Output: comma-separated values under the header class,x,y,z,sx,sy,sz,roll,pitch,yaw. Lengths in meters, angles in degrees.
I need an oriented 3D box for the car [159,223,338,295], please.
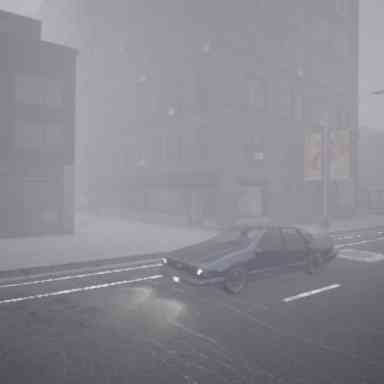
class,x,y,z,sx,sy,sz,roll,pitch,yaw
car,1.799,1.578,9.010,5.357,1.411,2.033,0,0,-36
